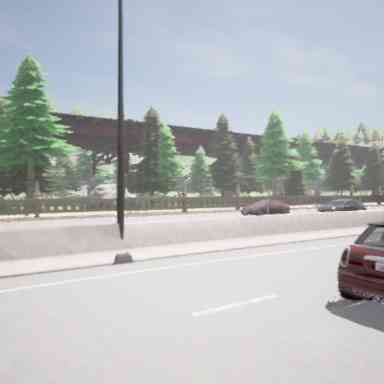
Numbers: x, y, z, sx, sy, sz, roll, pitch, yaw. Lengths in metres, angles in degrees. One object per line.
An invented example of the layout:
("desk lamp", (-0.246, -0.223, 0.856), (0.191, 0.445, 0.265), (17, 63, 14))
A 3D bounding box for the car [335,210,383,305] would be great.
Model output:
("car", (5.119, 1.313, 6.827), (4.553, 1.767, 2.097), (0, 0, -31))

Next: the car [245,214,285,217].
("car", (6.300, 1.358, 28.116), (4.674, 1.442, 1.812), (0, 0, -30))
